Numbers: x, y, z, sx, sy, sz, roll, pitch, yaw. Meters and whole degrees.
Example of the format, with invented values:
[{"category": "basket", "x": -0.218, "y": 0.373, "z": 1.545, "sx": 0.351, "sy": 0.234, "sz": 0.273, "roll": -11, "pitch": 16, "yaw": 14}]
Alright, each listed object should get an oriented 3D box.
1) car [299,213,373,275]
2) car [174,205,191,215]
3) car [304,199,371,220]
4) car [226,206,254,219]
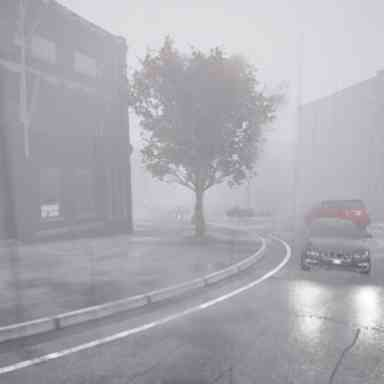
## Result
[{"category": "car", "x": 4.783, "y": 1.693, "z": 11.259, "sx": 1.837, "sy": 1.490, "sz": 4.892, "roll": 0, "pitch": -1, "yaw": 21}, {"category": "car", "x": -1.579, "y": 2.843, "z": 52.387, "sx": 1.837, "sy": 1.490, "sz": 4.892, "roll": -2, "pitch": -1, "yaw": -15}, {"category": "car", "x": 9.915, "y": 1.592, "z": 23.257, "sx": 2.150, "sy": 2.045, "sz": 5.566, "roll": -2, "pitch": -2, "yaw": -8}, {"category": "car", "x": 5.672, "y": 2.369, "z": 39.931, "sx": 1.882, "sy": 1.535, "sz": 5.008, "roll": -2, "pitch": -1, "yaw": -15}]
